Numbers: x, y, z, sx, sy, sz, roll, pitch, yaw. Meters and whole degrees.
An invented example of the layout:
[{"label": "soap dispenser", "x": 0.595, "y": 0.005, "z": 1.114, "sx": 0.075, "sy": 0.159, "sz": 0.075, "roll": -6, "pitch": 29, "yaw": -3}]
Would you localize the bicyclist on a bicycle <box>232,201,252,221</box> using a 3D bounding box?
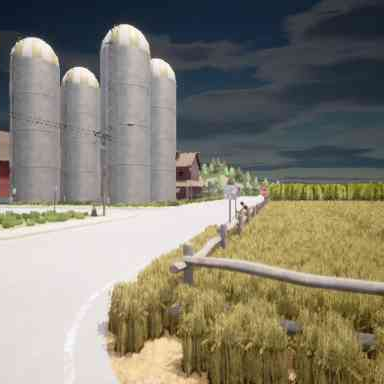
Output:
[{"label": "bicyclist on a bicycle", "x": 3.431, "y": 1.433, "z": 21.767, "sx": 1.656, "sy": 1.620, "sz": 0.582, "roll": 0, "pitch": 0, "yaw": 15}]
